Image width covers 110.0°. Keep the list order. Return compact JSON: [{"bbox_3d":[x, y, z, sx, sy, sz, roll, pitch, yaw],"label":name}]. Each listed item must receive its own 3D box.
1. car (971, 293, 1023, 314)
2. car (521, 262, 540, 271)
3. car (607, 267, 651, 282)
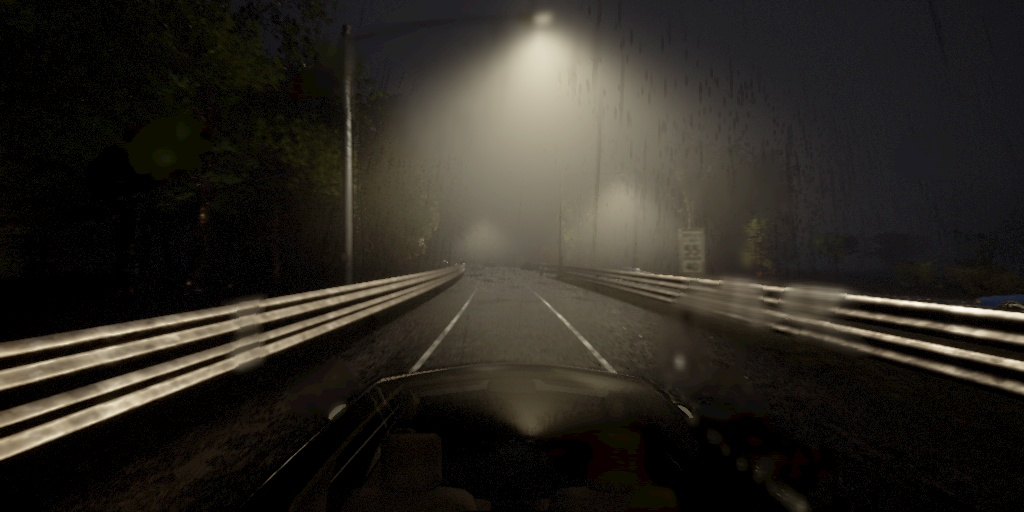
[{"bbox_3d":[18.722,1.546,11.117,2.033,1.411,5.357,0,0,-19],"label":"car"},{"bbox_3d":[2.862,1.659,56.373,1.812,1.442,4.674,2,-1,-19],"label":"car"},{"bbox_3d":[10.758,1.695,33.814,1.895,1.301,4.718,0,0,-19],"label":"car"}]
